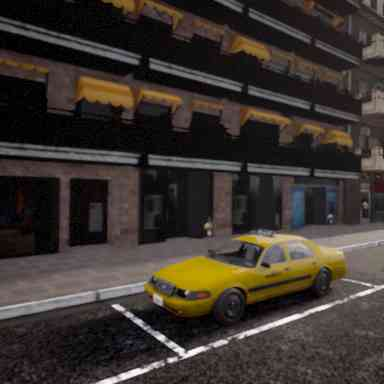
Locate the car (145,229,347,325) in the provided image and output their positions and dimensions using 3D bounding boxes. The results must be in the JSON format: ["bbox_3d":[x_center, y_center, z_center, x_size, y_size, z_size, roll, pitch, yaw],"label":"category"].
[{"bbox_3d":[1.387,1.519,7.074,4.829,1.417,1.752,0,1,-35],"label":"car"}]
